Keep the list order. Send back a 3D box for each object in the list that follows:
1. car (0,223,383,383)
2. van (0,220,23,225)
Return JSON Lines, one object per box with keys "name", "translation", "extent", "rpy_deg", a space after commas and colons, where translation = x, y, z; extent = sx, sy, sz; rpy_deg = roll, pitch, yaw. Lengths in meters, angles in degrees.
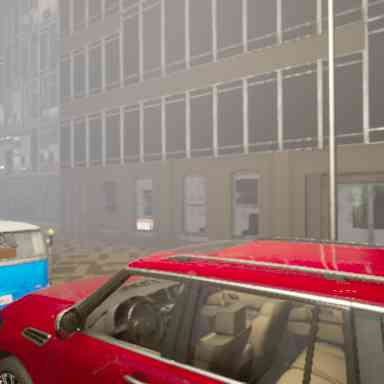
{"name": "car", "translation": [0.333, 1.316, 2.649], "extent": [5.009, 1.841, 2.192], "rpy_deg": [0, -1, 35]}
{"name": "van", "translation": [-4.260, 1.346, 5.925], "extent": [3.998, 1.788, 1.690], "rpy_deg": [0, -1, 35]}
